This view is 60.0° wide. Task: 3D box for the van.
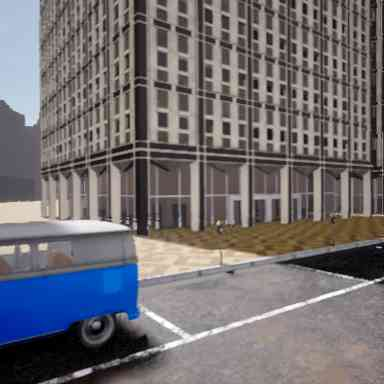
[{"bbox_3d":[-2.704,1.342,4.646,3.998,1.788,1.690,0,-1,-35],"label":"van"}]
